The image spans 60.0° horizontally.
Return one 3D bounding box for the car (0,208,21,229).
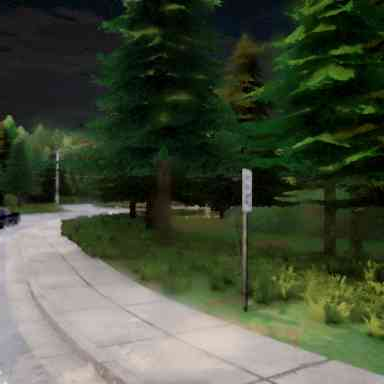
[{"bbox_3d":[-12.984,1.706,22.130,1.895,1.301,4.718,1,0,-12],"label":"car"}]
